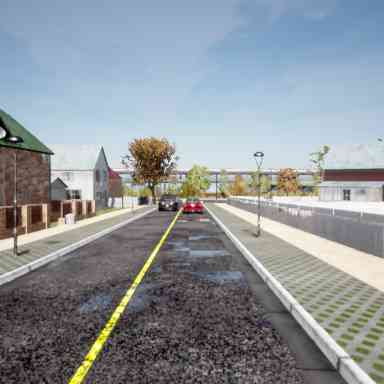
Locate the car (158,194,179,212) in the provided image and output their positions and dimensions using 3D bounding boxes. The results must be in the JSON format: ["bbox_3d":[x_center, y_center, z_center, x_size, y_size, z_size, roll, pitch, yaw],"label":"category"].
[{"bbox_3d":[-2.758,1.217,39.836,2.150,2.045,5.566,0,0,0],"label":"car"}]

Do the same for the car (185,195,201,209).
[{"bbox_3d":[0.091,1.369,45.103,2.097,1.767,4.553,0,0,0],"label":"car"}]

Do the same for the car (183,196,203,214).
[{"bbox_3d":[0.091,1.357,35.342,2.097,1.767,4.553,0,0,0],"label":"car"}]
